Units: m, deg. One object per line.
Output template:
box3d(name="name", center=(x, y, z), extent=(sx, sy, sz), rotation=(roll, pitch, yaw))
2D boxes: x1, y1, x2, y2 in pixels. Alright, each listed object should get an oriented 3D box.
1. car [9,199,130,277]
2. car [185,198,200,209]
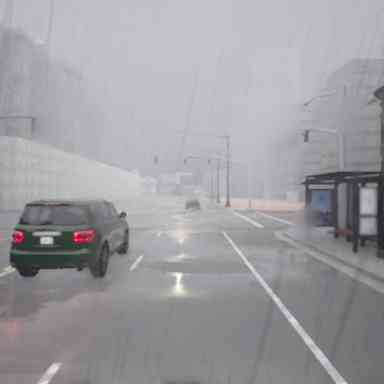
box3d(name="car", center=(-3.395, 1.215, 10.357), extent=(2.150, 2.045, 5.566), rotation=(0, 0, -1))
box3d(name="car", center=(0.110, 1.483, 44.182), extent=(2.128, 1.511, 4.902), rotation=(0, 0, 0))
